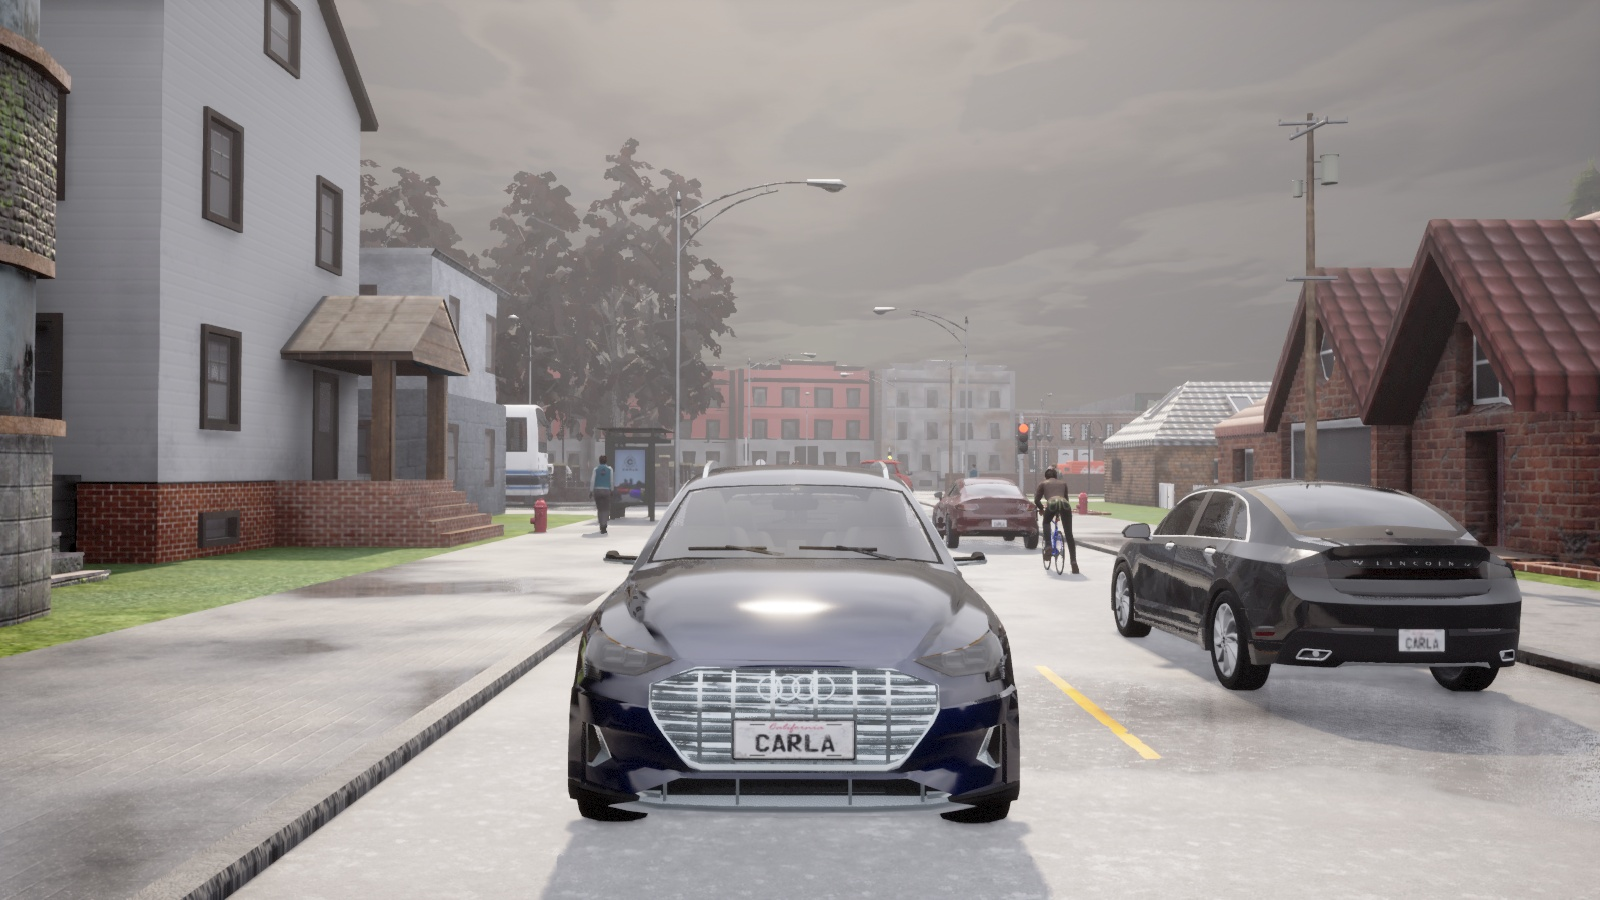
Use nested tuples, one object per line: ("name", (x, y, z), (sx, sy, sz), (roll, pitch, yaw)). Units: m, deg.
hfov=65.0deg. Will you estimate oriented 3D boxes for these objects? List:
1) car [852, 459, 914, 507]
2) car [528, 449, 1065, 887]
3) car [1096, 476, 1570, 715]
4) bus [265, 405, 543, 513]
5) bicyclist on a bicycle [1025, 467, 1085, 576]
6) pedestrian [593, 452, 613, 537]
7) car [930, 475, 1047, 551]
("car", (3.817, 1.473, 57.005), (2.150, 2.045, 5.566), (0, -1, 11))
("car", (-0.020, 0.865, 7.198), (2.033, 1.649, 4.856), (0, -1, 0))
("car", (3.973, 0.979, 10.446), (1.837, 1.490, 4.892), (0, -1, 0))
("bus", (-16.065, 0.369, 51.740), (10.273, 4.253, 3.944), (0, -1, -4))
("bicyclist on a bicycle", (3.948, 1.079, 19.545), (0.582, 1.620, 1.656), (0, -1, 0))
("pedestrian", (-4.531, 1.027, 28.914), (0.396, 1.930, 0.692), (0, -1, -5))
("car", (3.920, 1.274, 26.825), (1.812, 1.442, 4.674), (0, -1, 1))
